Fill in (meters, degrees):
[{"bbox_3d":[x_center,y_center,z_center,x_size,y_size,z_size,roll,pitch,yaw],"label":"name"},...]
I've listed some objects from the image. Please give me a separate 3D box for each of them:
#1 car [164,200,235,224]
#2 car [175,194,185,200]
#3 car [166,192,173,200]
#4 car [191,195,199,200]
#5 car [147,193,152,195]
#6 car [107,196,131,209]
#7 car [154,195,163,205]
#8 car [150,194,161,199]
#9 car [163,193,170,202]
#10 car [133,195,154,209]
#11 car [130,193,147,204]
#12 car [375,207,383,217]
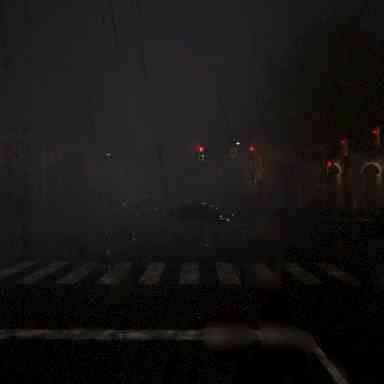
[{"bbox_3d":[0.618,1.547,24.896,5.357,1.411,2.033,0,0,44],"label":"car"},{"bbox_3d":[-2.781,1.279,78.628,2.097,1.767,4.553,0,0,1],"label":"car"},{"bbox_3d":[-6.156,1.114,85.857,2.150,2.045,5.566,0,0,1],"label":"car"},{"bbox_3d":[0.719,1.450,78.599,2.128,1.511,4.902,0,0,1],"label":"car"},{"bbox_3d":[-9.887,1.225,72.622,2.150,2.045,5.566,0,0,1],"label":"car"},{"bbox_3d":[-10.333,1.564,46.288,1.994,1.385,4.181,0,0,2],"label":"car"},{"bbox_3d":[-6.679,1.601,58.561,1.895,1.301,4.718,0,0,1],"label":"car"},{"bbox_3d":[-9.621,1.155,87.921,2.033,1.411,5.357,0,0,1],"label":"car"},{"bbox_3d":[-6.425,1.478,70.375,1.882,1.535,5.008,0,0,1],"label":"car"},{"bbox_3d":[-6.450,1.525,44.607,1.812,1.442,4.674,0,0,-4],"label":"car"},{"bbox_3d":[-10.176,1.215,60.145,2.150,2.045,5.566,0,1,1],"label":"car"},{"bbox_3d":[18.595,1.526,29.174,4.674,1.442,1.812,0,0,1],"label":"car"}]
